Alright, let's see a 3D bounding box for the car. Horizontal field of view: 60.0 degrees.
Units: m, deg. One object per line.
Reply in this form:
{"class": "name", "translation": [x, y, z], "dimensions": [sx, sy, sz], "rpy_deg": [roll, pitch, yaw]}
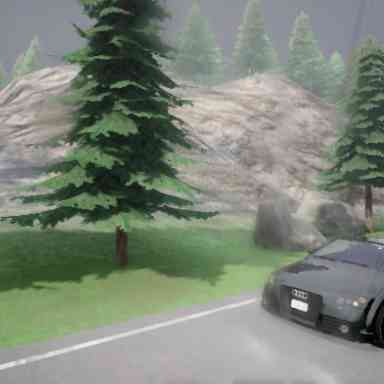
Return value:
{"class": "car", "translation": [3.289, 1.586, 6.332], "dimensions": [4.181, 1.385, 1.994], "rpy_deg": [0, 0, -36]}
